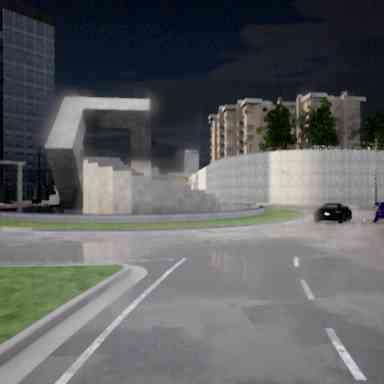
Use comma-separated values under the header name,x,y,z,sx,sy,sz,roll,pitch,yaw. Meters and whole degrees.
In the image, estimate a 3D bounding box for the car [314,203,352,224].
name,x,y,z,sx,sy,sz,roll,pitch,yaw
car,10.429,1.492,24.528,1.994,1.385,4.181,0,0,35

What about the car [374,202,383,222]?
name,x,y,z,sx,sy,sz,roll,pitch,yaw
car,14.735,1.454,24.911,1.812,1.442,4.674,0,0,31
